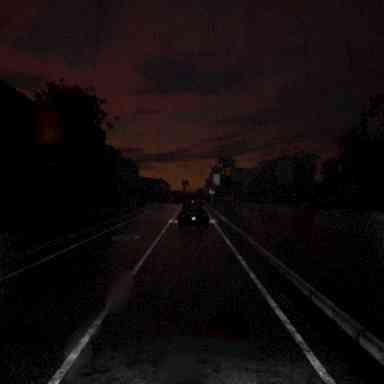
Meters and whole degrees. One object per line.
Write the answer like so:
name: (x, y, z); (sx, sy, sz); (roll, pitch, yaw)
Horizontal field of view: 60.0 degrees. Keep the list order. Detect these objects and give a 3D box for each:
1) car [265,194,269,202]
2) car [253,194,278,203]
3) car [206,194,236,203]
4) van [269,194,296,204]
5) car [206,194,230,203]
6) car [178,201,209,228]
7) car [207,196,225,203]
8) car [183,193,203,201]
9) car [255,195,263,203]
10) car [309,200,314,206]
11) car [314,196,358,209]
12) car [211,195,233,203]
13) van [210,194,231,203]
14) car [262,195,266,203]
car: (18.707, 1.587, 69.584); (5.366, 1.575, 1.946); (0, -1, 0)
car: (18.357, 1.672, 83.424); (5.566, 2.045, 2.435); (0, -2, -1)
car: (6.087, 1.547, 67.336); (5.366, 1.575, 1.946); (0, -1, 0)
van: (18.428, 1.319, 66.791); (4.442, 1.987, 1.878); (0, -1, 0)
car: (6.195, 1.554, 79.487); (5.566, 2.045, 2.435); (0, -1, -1)
car: (0.098, 1.553, 21.870); (1.994, 1.385, 4.181); (0, 0, 0)
car: (6.122, 1.854, 85.434); (4.553, 1.767, 2.185); (0, -2, -1)
car: (0.098, 1.194, 40.194); (2.150, 2.045, 5.566); (0, 0, 0)
car: (18.426, 1.517, 77.964); (5.566, 2.045, 2.435); (0, -2, -1)
car: (18.683, 1.459, 45.995); (4.674, 1.452, 2.002); (0, 0, 0)
car: (18.754, 1.295, 42.825); (4.553, 1.767, 2.185); (0, 0, 0)
car: (6.279, 1.472, 70.257); (4.553, 1.767, 2.185); (0, -1, 0)
van: (6.340, 1.434, 73.296); (4.442, 1.987, 1.878); (0, -1, 0)
car: (18.686, 1.637, 72.244); (5.366, 1.575, 1.946); (0, -1, 0)
